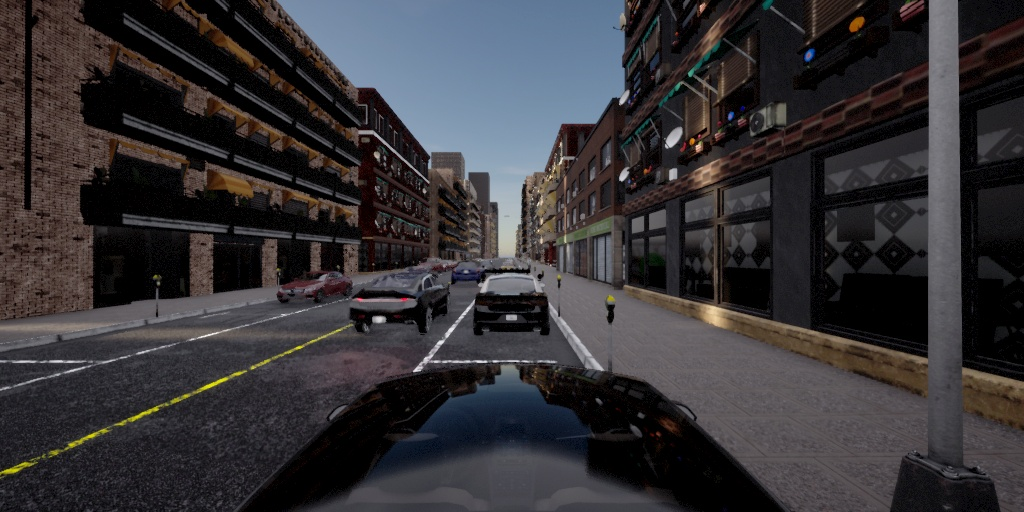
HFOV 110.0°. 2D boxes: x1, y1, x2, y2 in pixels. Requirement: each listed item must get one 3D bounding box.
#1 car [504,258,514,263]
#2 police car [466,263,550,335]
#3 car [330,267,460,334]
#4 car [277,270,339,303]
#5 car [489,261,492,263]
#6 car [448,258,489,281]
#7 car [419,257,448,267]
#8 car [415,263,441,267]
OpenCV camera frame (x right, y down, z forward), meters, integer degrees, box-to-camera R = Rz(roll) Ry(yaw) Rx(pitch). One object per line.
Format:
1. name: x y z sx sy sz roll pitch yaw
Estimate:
1. car: -0.456 1.275 39.173 1.751 1.417 4.829 0 0 0
2. police car: -0.011 1.175 10.609 1.930 1.638 5.238 0 0 0
3. car: -3.047 1.241 10.655 2.128 1.511 4.902 0 0 0
4. car: -8.837 1.333 16.462 1.802 1.307 4.207 0 0 0
5. car: -3.046 1.313 42.789 1.994 1.385 4.181 0 0 0
6. car: -3.147 1.103 26.662 2.097 1.767 4.553 0 0 0
7. car: -8.837 1.064 39.007 2.192 1.841 5.009 0 0 0
8. car: -6.246 1.351 23.500 1.895 1.301 4.718 0 0 0
